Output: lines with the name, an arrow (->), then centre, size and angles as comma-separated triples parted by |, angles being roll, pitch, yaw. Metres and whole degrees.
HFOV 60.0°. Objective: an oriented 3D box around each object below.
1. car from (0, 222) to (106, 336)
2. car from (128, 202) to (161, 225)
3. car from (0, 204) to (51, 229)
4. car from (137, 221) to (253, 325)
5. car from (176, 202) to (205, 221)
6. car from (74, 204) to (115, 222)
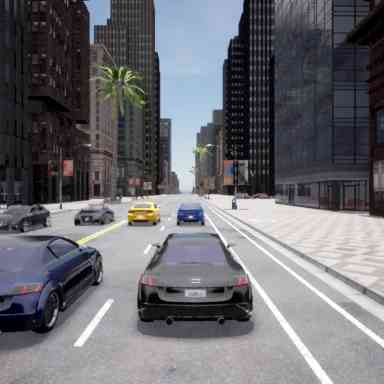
car -> -3.210, 1.563, 6.778 | 1.994, 1.385, 4.181 | 0, 0, 0
car -> -3.361, 1.477, 24.008 | 1.882, 1.535, 5.008 | 0, 0, 0
car -> -10.024, 1.504, 19.746 | 1.837, 1.490, 4.892 | 0, 0, -1
car -> 0.036, 1.563, 7.230 | 1.994, 1.385, 4.181 | 0, 0, 0
car -> -0.110, 1.477, 24.034 | 1.882, 1.535, 5.008 | 0, 0, -1
car -> -6.807, 1.563, 23.489 | 1.994, 1.385, 4.181 | 0, 0, -1
